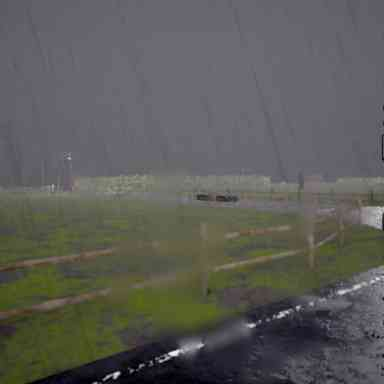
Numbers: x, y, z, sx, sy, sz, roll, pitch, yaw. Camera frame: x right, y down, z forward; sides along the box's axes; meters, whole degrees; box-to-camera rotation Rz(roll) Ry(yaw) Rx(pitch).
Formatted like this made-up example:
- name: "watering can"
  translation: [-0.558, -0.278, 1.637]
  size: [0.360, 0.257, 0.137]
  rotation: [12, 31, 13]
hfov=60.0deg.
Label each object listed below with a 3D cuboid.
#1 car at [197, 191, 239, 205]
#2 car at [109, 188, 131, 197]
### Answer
- name: "car"
  translation: [2.608, 0.515, 33.841]
  size: [1.895, 1.301, 4.718]
  rotation: [-2, 2, -36]
- name: "car"
  translation: [-11.717, 0.073, 53.932]
  size: [1.895, 1.301, 4.718]
  rotation: [-2, 2, -35]
